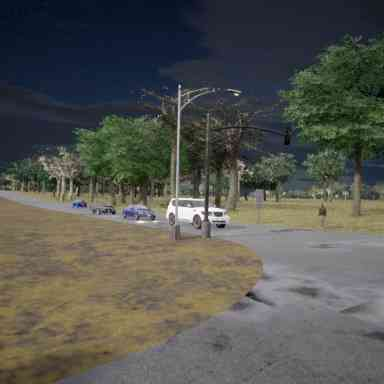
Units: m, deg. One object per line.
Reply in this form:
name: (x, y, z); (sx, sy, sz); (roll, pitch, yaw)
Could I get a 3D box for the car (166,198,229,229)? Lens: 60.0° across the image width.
car: (0.243, 1.459, 23.765); (2.150, 2.045, 5.566); (3, -2, -34)

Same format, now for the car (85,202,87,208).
car: (-15.312, 2.247, 53.708); (1.994, 1.385, 4.181); (3, -2, -33)

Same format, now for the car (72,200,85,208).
car: (-21.107, 2.220, 62.411); (1.882, 1.535, 5.008); (3, -2, -34)

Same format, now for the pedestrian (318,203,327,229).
pedestrian: (9.322, 1.717, 23.842); (0.375, 1.860, 0.375); (1, -1, -34)

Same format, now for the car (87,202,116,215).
car: (-10.771, 2.012, 40.263); (1.994, 1.385, 4.181); (3, -2, -34)

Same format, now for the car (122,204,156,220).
car: (-5.199, 1.883, 31.931); (1.812, 1.442, 4.674); (3, -2, -34)
